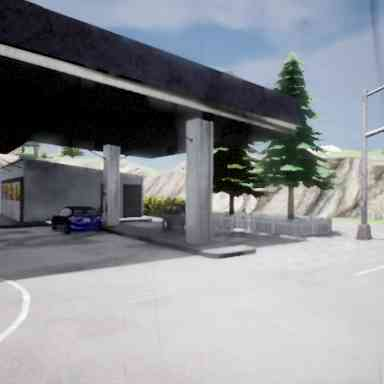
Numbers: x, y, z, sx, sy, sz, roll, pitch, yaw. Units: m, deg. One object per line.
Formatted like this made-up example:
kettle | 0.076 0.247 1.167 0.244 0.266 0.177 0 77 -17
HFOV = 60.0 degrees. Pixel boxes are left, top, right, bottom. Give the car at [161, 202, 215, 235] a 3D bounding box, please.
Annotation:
car | -0.383 1.612 21.329 1.905 1.878 3.866 1 0 -36

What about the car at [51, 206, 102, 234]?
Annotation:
car | -7.514 1.730 21.494 2.242 1.667 4.611 1 0 -36
